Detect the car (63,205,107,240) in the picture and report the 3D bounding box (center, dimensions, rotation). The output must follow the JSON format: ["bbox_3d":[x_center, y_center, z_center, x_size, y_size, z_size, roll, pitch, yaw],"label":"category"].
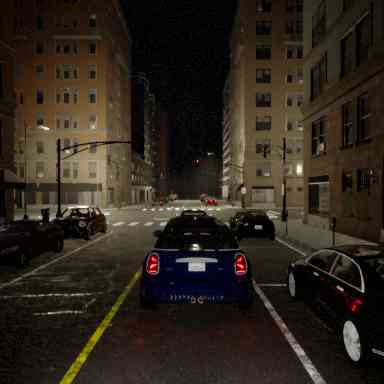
[{"bbox_3d":[-5.626,1.441,16.562,1.967,1.590,4.097,0,0,0],"label":"car"}]

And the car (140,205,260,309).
[{"bbox_3d":[0.099,1.352,8.027,2.097,1.767,4.553,0,0,0],"label":"car"}]

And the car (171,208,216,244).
[{"bbox_3d":[0.089,1.564,16.610,1.994,1.385,4.181,0,0,1],"label":"car"}]

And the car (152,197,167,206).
[{"bbox_3d":[-5.490,1.617,53.665,1.802,1.307,4.206,0,0,0],"label":"car"}]

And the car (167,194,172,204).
[{"bbox_3d":[-5.440,1.606,64.481,2.008,1.369,4.403,0,0,0],"label":"car"}]

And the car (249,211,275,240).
[{"bbox_3d":[2.899,1.566,16.538,1.947,1.339,4.313,0,0,0],"label":"car"}]

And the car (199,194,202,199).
[{"bbox_3d":[3.133,1.523,75.264,1.967,1.590,4.097,0,0,0],"label":"car"}]

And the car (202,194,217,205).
[{"bbox_3d":[3.034,1.476,53.628,1.967,1.590,4.097,0,0,0],"label":"car"}]

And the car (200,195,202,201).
[{"bbox_3d":[3.084,1.606,64.446,2.008,1.369,4.403,0,0,0],"label":"car"}]

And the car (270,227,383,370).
[{"bbox_3d":[2.869,1.551,5.536,2.008,1.369,4.403,0,0,0],"label":"car"}]

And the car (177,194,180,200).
[{"bbox_3d":[-5.319,1.456,91.525,2.192,1.841,5.009,0,0,0],"label":"car"}]

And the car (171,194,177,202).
[{"bbox_3d":[-5.368,1.625,80.537,1.752,1.417,4.829,0,0,0],"label":"car"}]

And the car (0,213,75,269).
[{"bbox_3d":[-5.641,1.582,11.061,1.802,1.307,4.206,0,0,0],"label":"car"}]
